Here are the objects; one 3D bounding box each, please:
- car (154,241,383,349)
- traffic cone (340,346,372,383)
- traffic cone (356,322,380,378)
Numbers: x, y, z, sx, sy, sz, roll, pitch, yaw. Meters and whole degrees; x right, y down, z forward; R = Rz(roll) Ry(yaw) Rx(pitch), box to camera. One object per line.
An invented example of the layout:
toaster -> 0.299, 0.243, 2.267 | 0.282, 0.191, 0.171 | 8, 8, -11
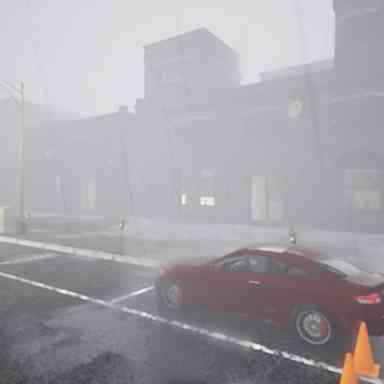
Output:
car -> 1.230, 1.577, 6.060 | 4.206, 1.307, 1.802 | 0, 1, 35
traffic cone -> 1.612, 1.954, 3.414 | 0.340, 0.580, 0.340 | 0, 0, 35
traffic cone -> 2.180, 1.955, 4.237 | 0.340, 0.580, 0.340 | 0, 0, 35
